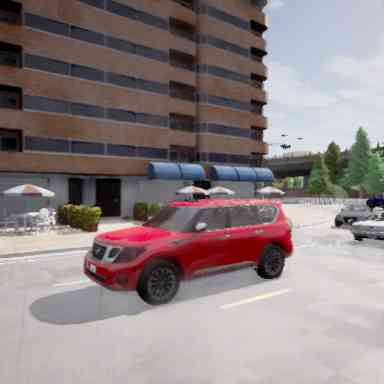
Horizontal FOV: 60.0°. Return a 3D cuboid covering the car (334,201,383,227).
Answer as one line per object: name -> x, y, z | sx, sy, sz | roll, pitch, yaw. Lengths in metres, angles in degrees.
car -> 10.752, 1.532, 21.536 | 1.994, 1.385, 4.181 | 0, 0, 39

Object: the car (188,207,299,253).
car -> 2.353, 1.491, 14.375 | 4.892, 1.490, 1.837 | 0, 0, -36

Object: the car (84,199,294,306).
car -> 0.220, 1.215, 8.428 | 5.566, 2.045, 2.150 | 0, 0, -36

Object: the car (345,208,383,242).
car -> 9.216, 1.576, 15.297 | 4.718, 1.301, 1.895 | 0, 0, -40

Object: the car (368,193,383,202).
car -> 23.685, 1.159, 40.252 | 2.150, 2.045, 5.566 | 0, 0, -6
